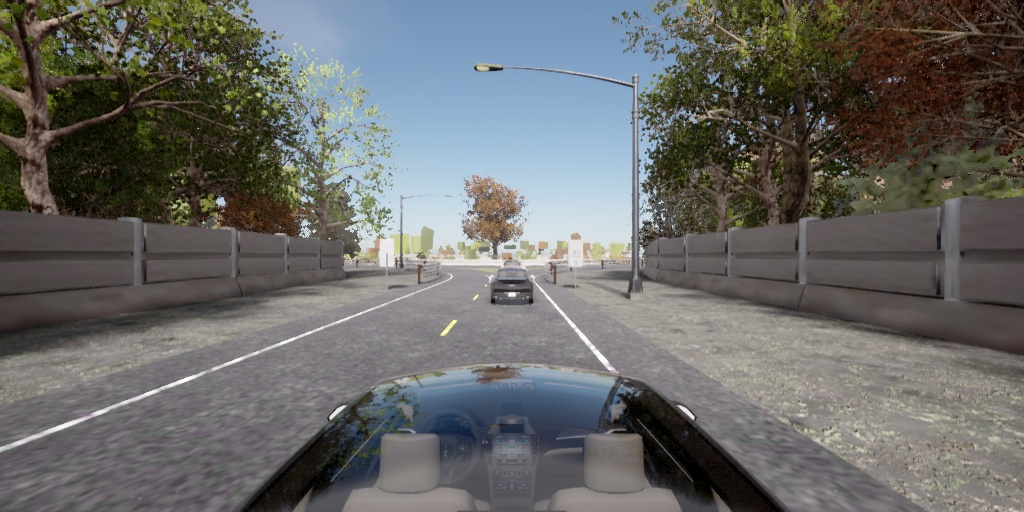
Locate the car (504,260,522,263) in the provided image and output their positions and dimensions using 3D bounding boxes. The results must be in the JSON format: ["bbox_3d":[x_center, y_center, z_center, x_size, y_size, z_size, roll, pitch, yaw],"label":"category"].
[{"bbox_3d":[0.141,1.123,31.338,2.097,1.767,4.553,0,0,4],"label":"car"}]

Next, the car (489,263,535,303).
[{"bbox_3d":[0.000,1.269,16.509,1.837,1.490,4.892,0,0,0],"label":"car"}]
